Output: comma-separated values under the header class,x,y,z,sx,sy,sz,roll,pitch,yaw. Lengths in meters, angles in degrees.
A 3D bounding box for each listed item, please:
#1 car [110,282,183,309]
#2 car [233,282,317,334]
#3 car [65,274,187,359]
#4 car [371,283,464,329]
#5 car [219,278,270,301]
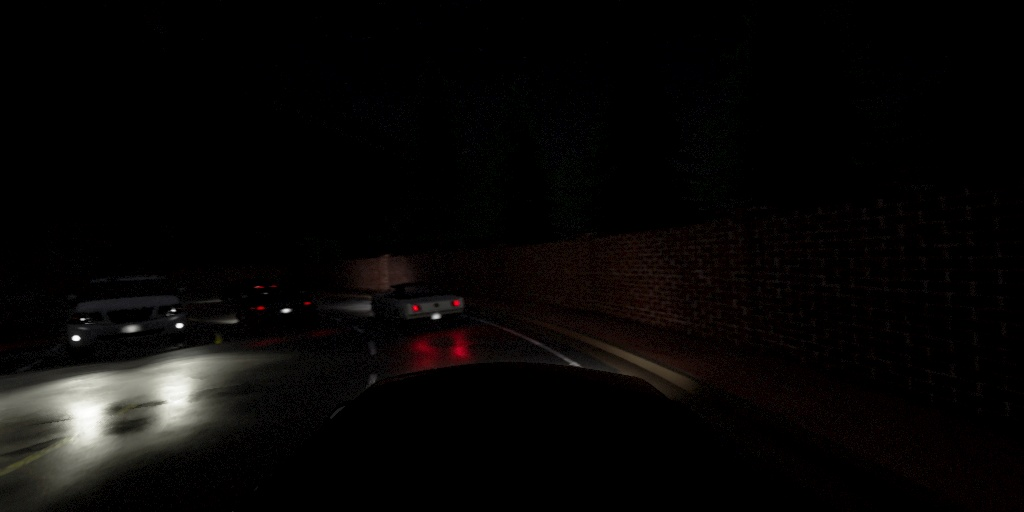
class,x,y,z,sx,sy,sz,roll,pitch,yaw
car,-24.491,2.617,24.021,4.892,1.490,1.837,-3,-1,25
car,-8.625,1.814,13.082,1.994,1.385,4.181,-2,-1,-41
car,-11.662,1.611,11.009,5.566,2.045,2.150,-3,-1,44
car,-3.520,1.592,12.568,1.895,1.301,4.718,-3,0,-34
car,-18.251,2.308,24.762,4.892,1.490,1.837,-3,-1,30
